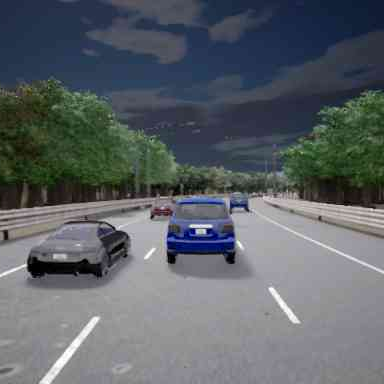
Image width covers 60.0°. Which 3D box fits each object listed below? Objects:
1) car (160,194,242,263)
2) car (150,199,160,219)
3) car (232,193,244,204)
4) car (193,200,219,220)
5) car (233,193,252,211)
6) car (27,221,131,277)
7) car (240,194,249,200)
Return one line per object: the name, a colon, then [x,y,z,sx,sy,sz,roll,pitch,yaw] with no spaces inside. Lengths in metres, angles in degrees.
car: [0.338,1.221,12.167,2.150,2.045,5.566,0,0,2]
car: [-2.238,1.345,29.185,2.097,1.767,4.553,0,0,4]
car: [9.026,1.181,65.212,2.150,2.045,5.566,0,0,10]
car: [1.302,1.488,29.656,2.128,1.511,4.902,0,0,4]
car: [5.615,1.190,40.003,2.150,2.045,5.566,0,0,6]
car: [-3.207,1.560,10.222,1.994,1.385,4.181,0,0,1]
car: [14.460,1.323,92.014,2.097,1.767,4.553,0,0,14]
